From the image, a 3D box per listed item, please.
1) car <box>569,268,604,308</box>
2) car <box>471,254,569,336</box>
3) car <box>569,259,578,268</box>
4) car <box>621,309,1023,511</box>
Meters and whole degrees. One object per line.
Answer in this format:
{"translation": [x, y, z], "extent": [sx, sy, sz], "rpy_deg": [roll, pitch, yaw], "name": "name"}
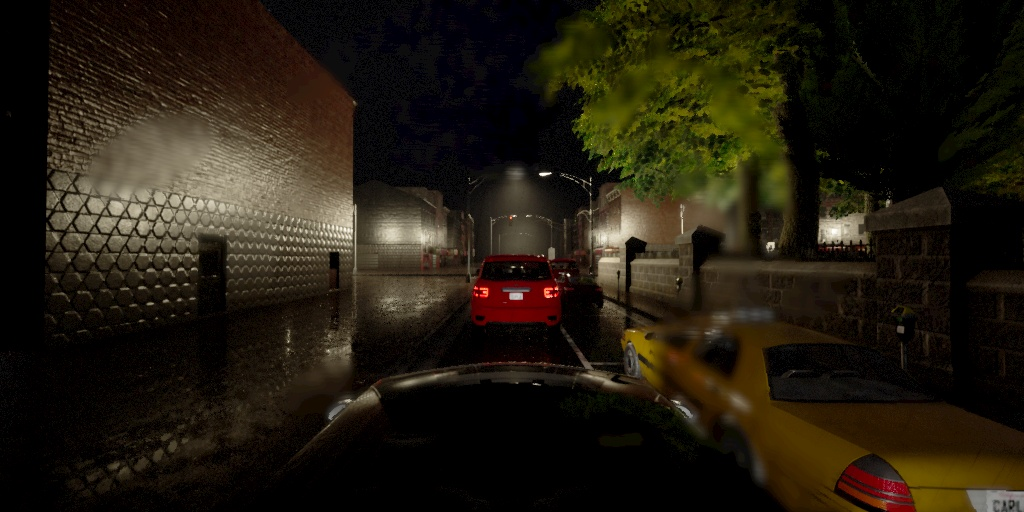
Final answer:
{"translation": [2.633, 1.338, 14.928], "extent": [1.802, 1.307, 4.207], "rpy_deg": [0, 0, 0], "name": "car"}
{"translation": [0.096, 0.975, 10.515], "extent": [2.150, 2.045, 5.566], "rpy_deg": [0, 0, 0], "name": "car"}
{"translation": [2.631, 1.076, 20.377], "extent": [2.192, 1.841, 5.009], "rpy_deg": [0, 0, 0], "name": "car"}
{"translation": [2.637, 1.276, 4.200], "extent": [1.751, 1.417, 4.829], "rpy_deg": [0, 0, 0], "name": "car"}
